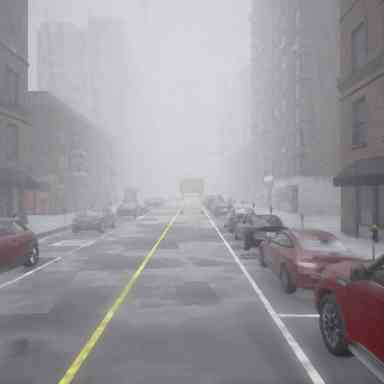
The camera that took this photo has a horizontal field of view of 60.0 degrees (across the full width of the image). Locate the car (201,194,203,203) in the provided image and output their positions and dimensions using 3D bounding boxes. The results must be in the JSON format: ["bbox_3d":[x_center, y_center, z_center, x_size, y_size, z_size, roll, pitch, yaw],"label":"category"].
[{"bbox_3d":[2.858,1.431,52.716,1.967,1.590,4.097,0,0,0],"label":"car"}]

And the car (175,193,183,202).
[{"bbox_3d":[-3.001,1.451,76.703,1.812,1.442,4.674,0,0,0],"label":"car"}]

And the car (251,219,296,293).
[{"bbox_3d":[2.858,1.582,8.526,1.802,1.307,4.206,0,0,0],"label":"car"}]

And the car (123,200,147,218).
[{"bbox_3d":[-5.667,1.541,30.602,1.887,1.381,4.507,0,0,0],"label":"car"}]

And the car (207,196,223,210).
[{"bbox_3d":[2.859,1.521,36.315,1.752,1.417,4.829,0,0,0],"label":"car"}]

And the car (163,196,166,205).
[{"bbox_3d":[-5.667,1.556,52.702,1.947,1.339,4.313,0,0,0],"label":"car"}]

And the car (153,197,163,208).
[{"bbox_3d":[-5.667,1.537,47.177,1.887,1.381,4.507,0,0,0],"label":"car"}]

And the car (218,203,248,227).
[{"bbox_3d":[2.859,1.549,19.574,2.008,1.369,4.403,0,0,0],"label":"car"}]

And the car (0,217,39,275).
[{"bbox_3d":[-5.668,1.440,8.501,1.967,1.590,4.097,0,0,0],"label":"car"}]

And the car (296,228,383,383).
[{"bbox_3d":[2.859,1.315,3.003,2.192,1.841,5.009,0,0,0],"label":"car"}]

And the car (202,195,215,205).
[{"bbox_3d":[2.858,1.429,58.239,1.967,1.590,4.097,0,0,0],"label":"car"}]

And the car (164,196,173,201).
[{"bbox_3d":[-5.667,1.548,80.327,1.947,1.339,4.313,0,0,0],"label":"car"}]

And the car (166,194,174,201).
[{"bbox_3d":[-5.667,1.421,85.852,1.967,1.590,4.097,0,0,0],"label":"car"}]

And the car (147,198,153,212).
[{"bbox_3d":[-5.668,1.577,36.127,1.802,1.307,4.206,0,0,0],"label":"car"}]

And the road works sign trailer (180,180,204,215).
[{"bbox_3d":[0.000,0.460,34.525,2.380,3.560,2.880,0,0,0],"label":"road works sign trailer"}]

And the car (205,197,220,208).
[{"bbox_3d":[2.858,1.517,47.362,1.752,1.417,4.829,0,0,0],"label":"car"}]

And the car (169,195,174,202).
[{"bbox_3d":[-5.667,1.566,74.802,1.802,1.307,4.206,0,0,0],"label":"car"}]

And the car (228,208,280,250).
[{"bbox_3d":[2.858,1.565,14.050,1.947,1.339,4.313,0,0,0],"label":"car"}]

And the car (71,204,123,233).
[{"bbox_3d":[-5.667,1.549,19.551,2.008,1.369,4.403,0,0,0],"label":"car"}]

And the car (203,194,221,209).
[{"bbox_3d":[2.859,1.309,41.668,2.192,1.841,5.009,0,0,0],"label":"car"}]

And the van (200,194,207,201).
[{"bbox_3d":[2.859,1.322,85.857,1.690,1.788,3.998,0,0,0],"label":"van"}]

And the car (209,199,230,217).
[{"bbox_3d":[2.859,1.563,30.621,1.947,1.339,4.313,0,0,0],"label":"car"}]

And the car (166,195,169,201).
[{"bbox_3d":[-5.667,1.555,58.227,1.947,1.339,4.313,0,0,0],"label":"car"}]
